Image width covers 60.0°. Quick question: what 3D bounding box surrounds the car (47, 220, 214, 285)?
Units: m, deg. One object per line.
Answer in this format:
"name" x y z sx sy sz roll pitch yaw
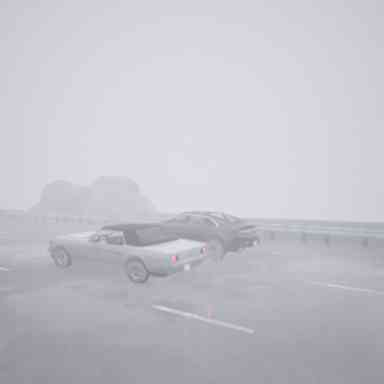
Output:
"car" -1.971 1.556 9.408 4.718 1.301 1.895 0 0 33

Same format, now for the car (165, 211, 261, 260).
"car" 0.057 1.442 12.225 4.902 1.511 2.128 0 0 33
